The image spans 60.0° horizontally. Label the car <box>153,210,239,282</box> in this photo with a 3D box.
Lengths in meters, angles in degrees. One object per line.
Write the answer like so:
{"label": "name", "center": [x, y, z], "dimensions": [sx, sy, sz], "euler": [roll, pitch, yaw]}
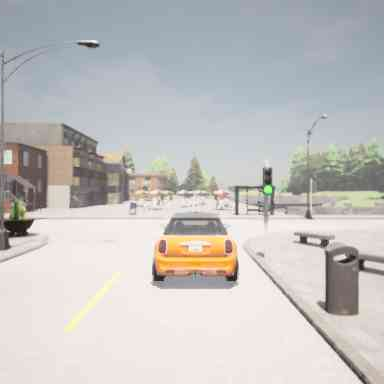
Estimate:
{"label": "car", "center": [0.099, 1.353, 9.931], "dimensions": [2.097, 1.767, 4.553], "euler": [0, 0, 0]}

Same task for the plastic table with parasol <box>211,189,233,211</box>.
{"label": "plastic table with parasol", "center": [3.583, 0.931, 40.246], "dimensions": [2.482, 2.480, 2.482], "euler": [0, 0, 0]}
